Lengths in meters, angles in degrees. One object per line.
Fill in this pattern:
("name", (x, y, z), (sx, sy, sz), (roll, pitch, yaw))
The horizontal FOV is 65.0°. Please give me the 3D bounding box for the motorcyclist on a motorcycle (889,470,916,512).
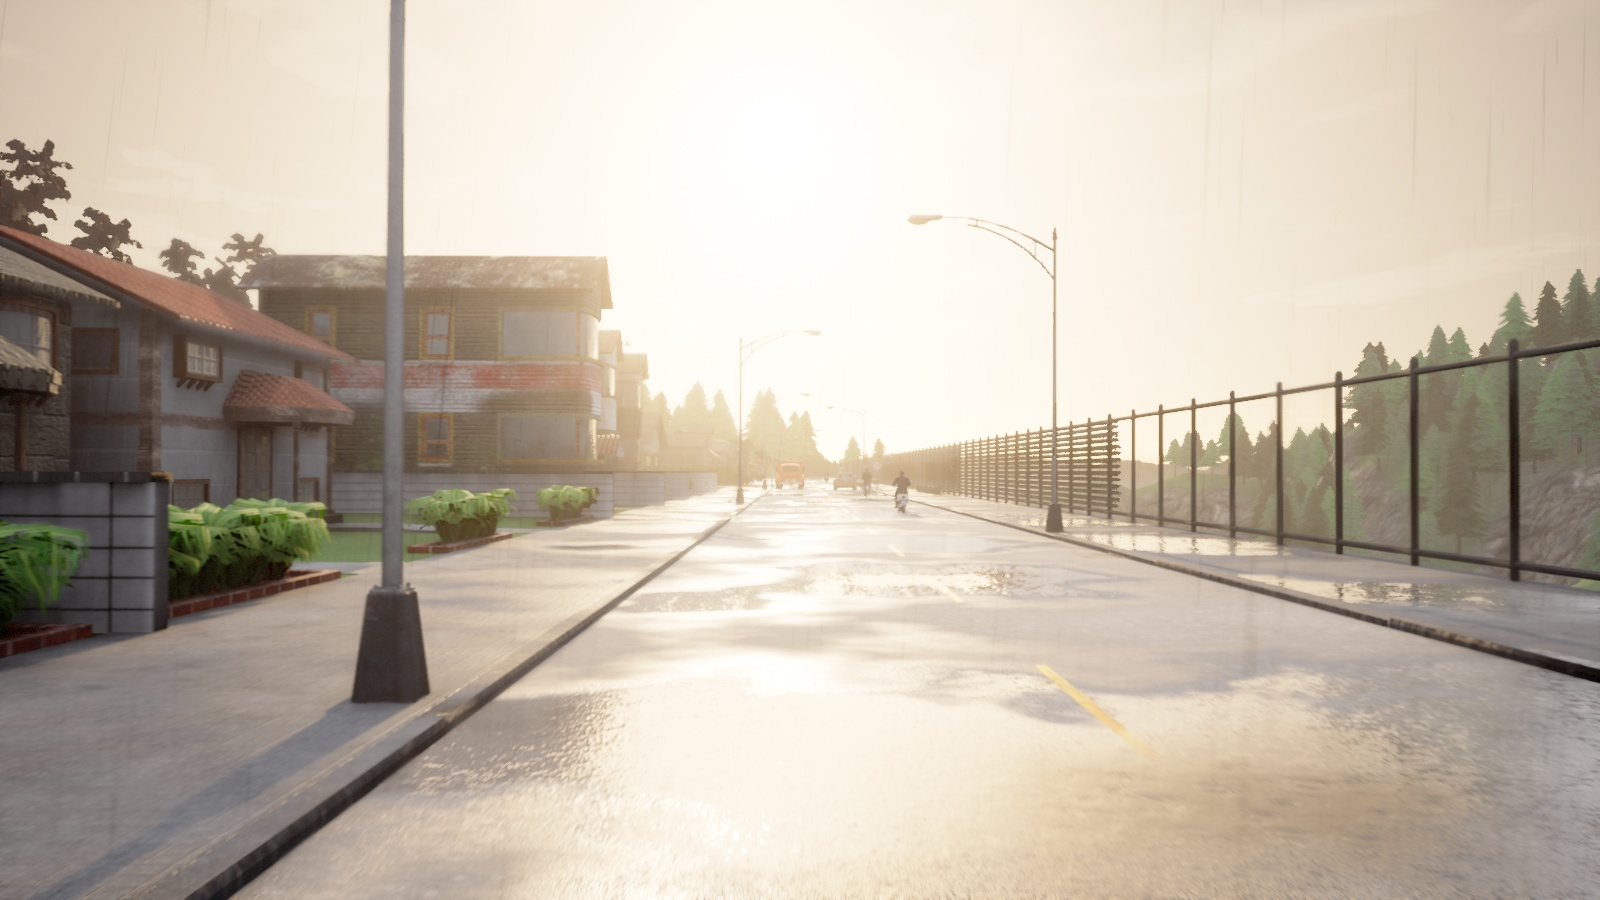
("motorcyclist on a motorcycle", (3.884, 1.554, 47.883), (0.866, 1.590, 1.817), (0, -1, 0))
